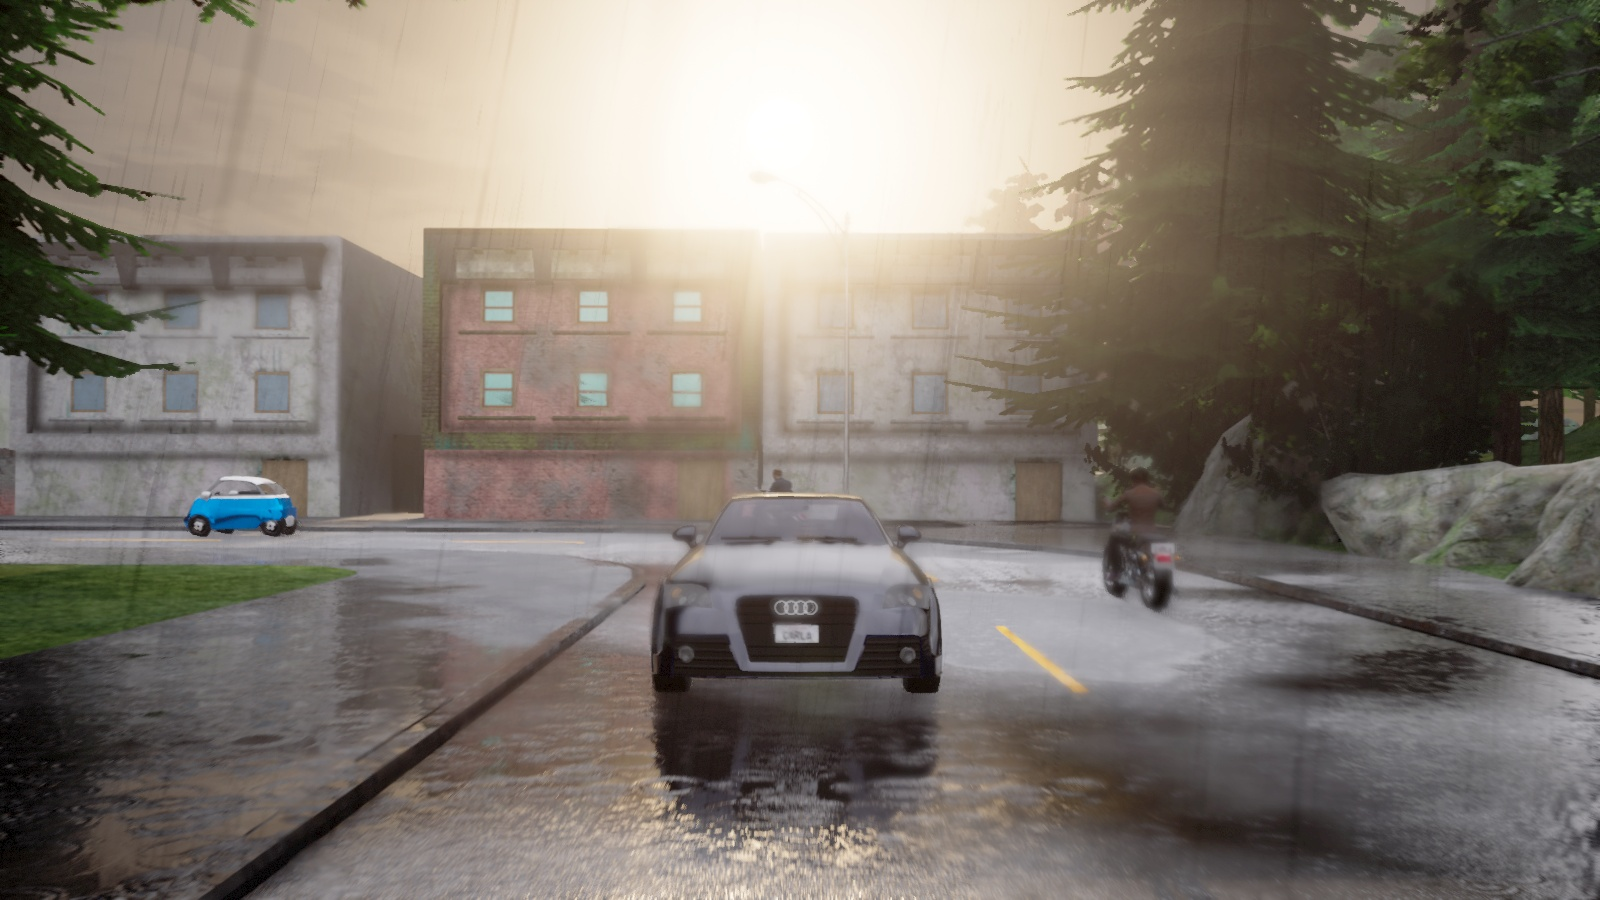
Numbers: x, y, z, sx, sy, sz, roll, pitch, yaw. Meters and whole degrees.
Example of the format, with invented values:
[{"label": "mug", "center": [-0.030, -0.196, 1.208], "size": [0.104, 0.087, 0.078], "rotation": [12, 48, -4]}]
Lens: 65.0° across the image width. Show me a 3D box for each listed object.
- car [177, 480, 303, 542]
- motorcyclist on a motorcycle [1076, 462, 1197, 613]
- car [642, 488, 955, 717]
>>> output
[{"label": "car", "center": [-12.823, 1.374, 28.841], "size": [2.207, 1.376, 1.481], "rotation": [0, -1, 1]}, {"label": "motorcyclist on a motorcycle", "center": [3.946, 0.983, 14.927], "size": [0.766, 1.649, 2.350], "rotation": [0, -1, -1]}, {"label": "car", "center": [-0.019, 1.036, 10.104], "size": [1.994, 1.385, 4.181], "rotation": [0, -1, 0]}]
